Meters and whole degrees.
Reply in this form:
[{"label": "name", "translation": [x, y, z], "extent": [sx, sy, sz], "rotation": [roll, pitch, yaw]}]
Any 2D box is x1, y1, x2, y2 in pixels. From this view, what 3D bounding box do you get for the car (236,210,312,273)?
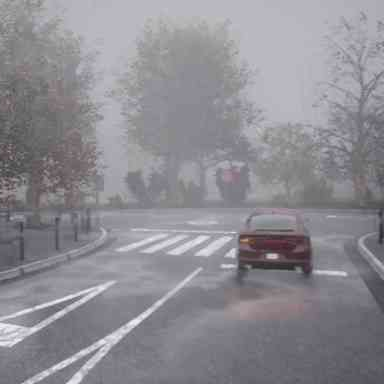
[{"label": "car", "translation": [2.504, 1.275, 10.161], "extent": [1.882, 1.535, 5.008], "rotation": [-1, 2, 15]}]
